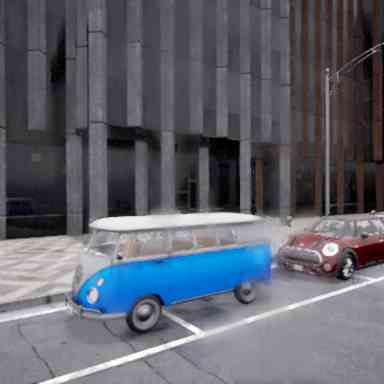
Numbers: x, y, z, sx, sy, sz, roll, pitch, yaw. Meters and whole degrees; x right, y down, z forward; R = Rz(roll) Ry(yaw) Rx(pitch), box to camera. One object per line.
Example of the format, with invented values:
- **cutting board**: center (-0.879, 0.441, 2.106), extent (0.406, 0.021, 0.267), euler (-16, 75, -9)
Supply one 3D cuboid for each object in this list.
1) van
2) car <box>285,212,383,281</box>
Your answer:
- **van**: center (-0.226, 1.336, 6.490), extent (3.998, 1.788, 1.690), euler (0, 0, -35)
- **car**: center (4.364, 1.426, 9.761), extent (4.097, 1.590, 1.967), euler (0, 0, -35)
